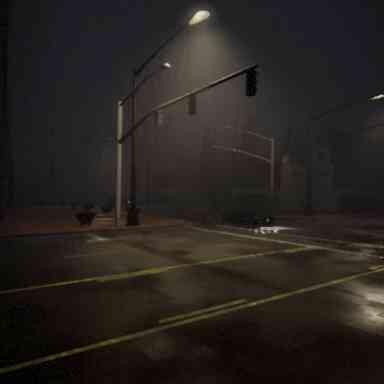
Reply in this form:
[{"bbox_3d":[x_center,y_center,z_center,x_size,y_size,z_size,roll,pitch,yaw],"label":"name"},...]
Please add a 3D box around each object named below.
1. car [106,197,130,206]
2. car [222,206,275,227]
[{"bbox_3d":[-9.980,1.322,44.611,2.097,1.767,4.553,1,-1,-35],"label":"car"},{"bbox_3d":[4.085,1.749,24.552,1.994,1.385,4.181,1,0,-35],"label":"car"}]
